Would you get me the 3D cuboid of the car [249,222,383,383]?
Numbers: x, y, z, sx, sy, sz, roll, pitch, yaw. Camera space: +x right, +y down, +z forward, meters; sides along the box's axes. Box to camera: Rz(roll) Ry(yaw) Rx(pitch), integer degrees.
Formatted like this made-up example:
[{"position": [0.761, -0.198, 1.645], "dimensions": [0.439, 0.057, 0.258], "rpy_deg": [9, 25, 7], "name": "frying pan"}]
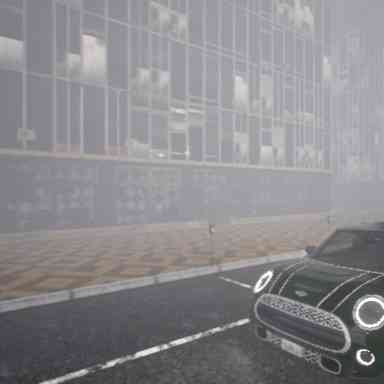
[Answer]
[{"position": [3.063, 1.334, 5.440], "dimensions": [4.553, 1.767, 2.097], "rpy_deg": [0, 0, -36], "name": "car"}]
